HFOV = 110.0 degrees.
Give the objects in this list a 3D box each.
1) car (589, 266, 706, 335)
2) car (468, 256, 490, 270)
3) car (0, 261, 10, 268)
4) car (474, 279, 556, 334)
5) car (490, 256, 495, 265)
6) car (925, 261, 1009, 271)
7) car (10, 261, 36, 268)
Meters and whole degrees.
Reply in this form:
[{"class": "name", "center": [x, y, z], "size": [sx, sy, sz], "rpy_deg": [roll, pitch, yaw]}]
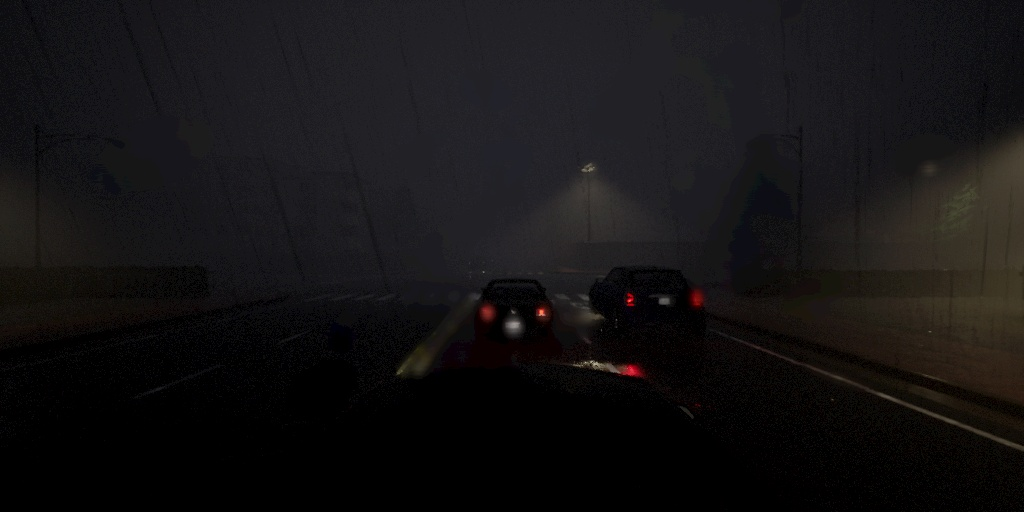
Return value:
[{"class": "car", "center": [3.634, 1.051, 10.479], "size": [2.097, 1.767, 4.553], "rpy_deg": [0, 1, 2]}, {"class": "car", "center": [-4.248, 0.826, 45.109], "size": [2.097, 1.767, 4.553], "rpy_deg": [0, 0, 0]}, {"class": "car", "center": [-33.927, 1.157, 21.533], "size": [4.674, 1.442, 1.812], "rpy_deg": [0, 0, 0]}, {"class": "car", "center": [0.064, 1.299, 10.387], "size": [1.895, 1.301, 4.718], "rpy_deg": [0, 0, 0]}, {"class": "car", "center": [-4.177, 0.709, 64.179], "size": [2.097, 1.767, 4.553], "rpy_deg": [0, 1, 0]}, {"class": "car", "center": [35.986, 1.137, 28.486], "size": [5.357, 1.411, 2.033], "rpy_deg": [0, 0, 1]}, {"class": "car", "center": [-35.123, 1.115, 25.025], "size": [4.892, 1.490, 1.837], "rpy_deg": [0, 0, 0]}]
